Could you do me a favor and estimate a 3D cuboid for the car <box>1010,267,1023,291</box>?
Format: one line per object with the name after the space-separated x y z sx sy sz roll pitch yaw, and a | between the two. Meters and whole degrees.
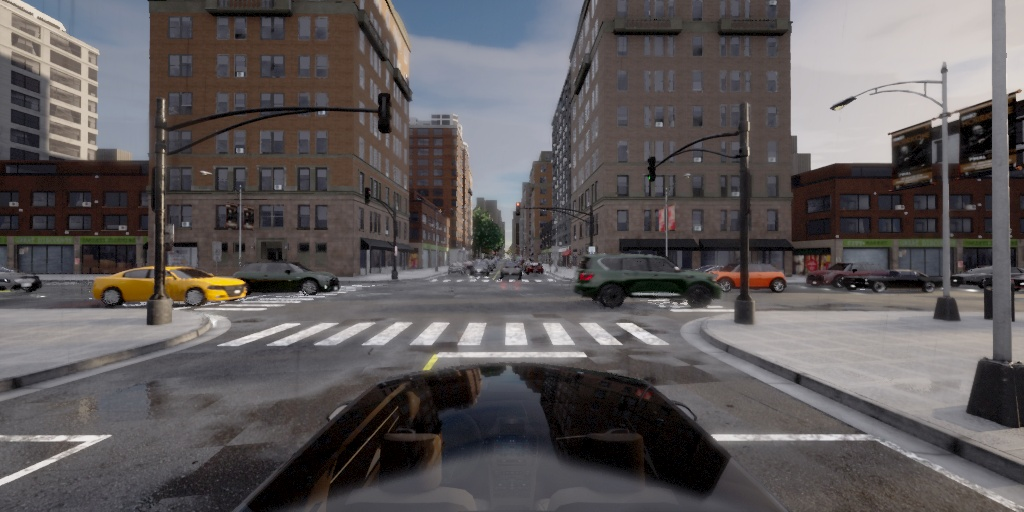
32.316 1.478 21.303 4.181 1.385 1.994 0 0 -1 | car

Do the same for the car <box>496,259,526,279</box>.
-0.064 1.261 32.728 2.128 1.511 4.902 0 0 1 | car

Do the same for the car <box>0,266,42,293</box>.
-26.036 1.124 17.403 4.902 1.511 2.128 0 0 -1 | car

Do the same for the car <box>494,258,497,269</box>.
-3.376 1.339 47.395 2.033 1.411 5.357 0 0 -1 | car

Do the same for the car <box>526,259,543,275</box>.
2.461 1.324 39.940 1.888 1.381 4.507 0 0 -1 | car

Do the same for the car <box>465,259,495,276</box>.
-3.268 1.267 37.591 2.128 1.511 4.902 0 0 0 | car

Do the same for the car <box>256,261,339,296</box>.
-11.187 1.050 17.928 4.553 1.767 2.097 0 -1 -7 | car

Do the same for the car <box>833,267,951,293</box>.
22.377 1.470 21.232 4.718 1.301 1.895 0 0 -1 | car

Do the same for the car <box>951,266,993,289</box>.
32.769 1.447 24.556 4.892 1.490 1.837 0 0 0 | car

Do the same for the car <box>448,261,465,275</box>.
-6.064 1.329 39.847 2.007 1.370 4.403 0 0 -1 | car

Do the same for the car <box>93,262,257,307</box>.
-13.428 1.136 14.250 5.008 1.535 1.882 0 0 0 | car

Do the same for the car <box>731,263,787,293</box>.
13.391 1.181 21.163 4.553 1.767 2.097 0 0 0 | car

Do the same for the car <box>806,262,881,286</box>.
22.885 1.249 24.486 4.553 1.767 2.097 0 0 -1 | car

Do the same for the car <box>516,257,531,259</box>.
2.273 1.127 56.459 2.192 1.841 5.009 0 0 -1 | car

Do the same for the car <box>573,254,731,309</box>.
5.256 0.959 14.394 5.566 2.045 2.150 0 0 0 | car
